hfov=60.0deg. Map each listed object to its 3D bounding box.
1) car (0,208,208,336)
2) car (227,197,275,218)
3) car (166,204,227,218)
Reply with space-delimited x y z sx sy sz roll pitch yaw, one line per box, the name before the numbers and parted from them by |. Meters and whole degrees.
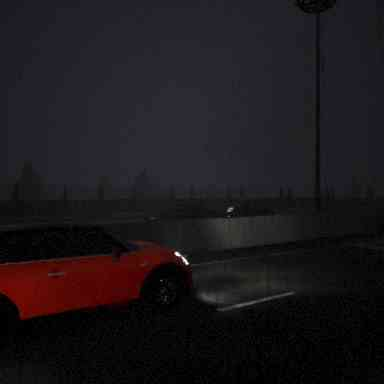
car | -2.211 1.339 6.317 4.553 1.767 2.097 0 0 -34
car | 4.229 1.306 26.216 4.553 1.767 2.097 0 0 -25
car | -0.705 1.455 19.749 4.902 1.511 2.128 0 0 -29
